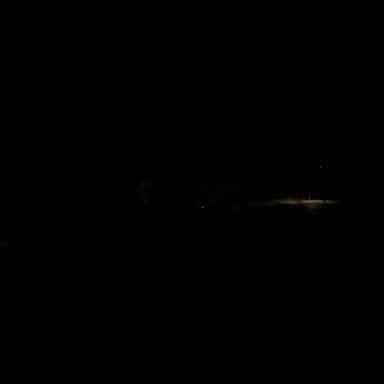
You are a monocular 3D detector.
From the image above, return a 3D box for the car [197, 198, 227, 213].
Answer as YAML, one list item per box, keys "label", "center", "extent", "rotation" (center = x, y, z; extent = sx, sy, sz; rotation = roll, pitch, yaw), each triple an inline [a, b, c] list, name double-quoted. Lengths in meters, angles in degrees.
- label: "car"
  center: [2.128, 1.315, 34.305]
  extent: [1.812, 1.442, 4.674]
  rotation: [1, 1, 27]
